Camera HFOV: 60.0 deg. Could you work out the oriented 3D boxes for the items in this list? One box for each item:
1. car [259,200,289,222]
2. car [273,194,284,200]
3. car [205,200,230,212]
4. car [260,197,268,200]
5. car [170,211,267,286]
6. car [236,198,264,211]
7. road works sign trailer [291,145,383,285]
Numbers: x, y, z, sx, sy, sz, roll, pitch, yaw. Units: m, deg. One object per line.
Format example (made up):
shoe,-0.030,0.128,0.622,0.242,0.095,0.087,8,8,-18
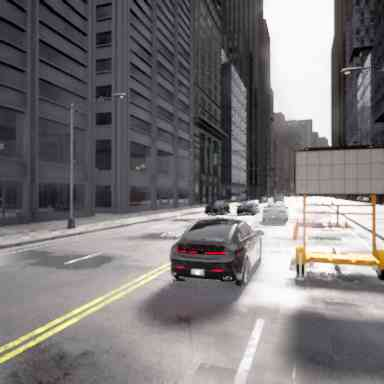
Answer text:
car,6.842,1.635,27.091,1.812,1.442,4.674,0,0,19
car,19.220,1.533,73.778,2.150,2.045,5.566,0,0,19
car,2.832,1.633,36.091,1.882,1.535,5.008,0,0,19
car,16.019,1.841,74.460,2.128,1.511,4.902,0,0,19
car,0.911,1.536,9.699,1.837,1.490,4.892,0,0,19
car,6.028,1.700,35.395,2.033,1.411,5.357,0,0,19
road works sign trailer,4.212,0.494,9.620,2.380,3.560,2.880,0,0,19
